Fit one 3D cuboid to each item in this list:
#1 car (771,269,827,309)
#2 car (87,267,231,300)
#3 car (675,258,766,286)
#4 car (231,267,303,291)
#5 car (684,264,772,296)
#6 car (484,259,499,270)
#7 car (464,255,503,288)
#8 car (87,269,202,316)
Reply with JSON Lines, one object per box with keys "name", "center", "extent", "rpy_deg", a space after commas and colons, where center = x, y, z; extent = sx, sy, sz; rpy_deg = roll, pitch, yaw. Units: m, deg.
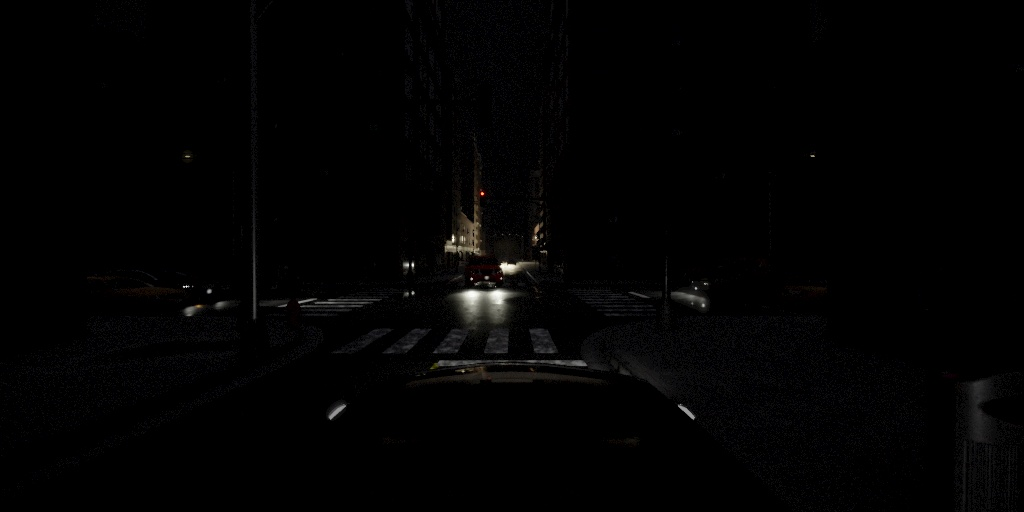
{"name": "car", "center": [12.481, 1.280, 12.910], "extent": [4.829, 1.417, 1.751], "rpy_deg": [0, 0, 0]}
{"name": "car", "center": [-15.481, 1.259, 15.421], "extent": [4.902, 1.511, 2.128], "rpy_deg": [0, 0, 0]}
{"name": "car", "center": [12.315, 1.032, 20.936], "extent": [5.009, 1.841, 2.192], "rpy_deg": [0, 0, 0]}
{"name": "car", "center": [-14.568, 1.307, 20.921], "extent": [4.313, 1.339, 1.948], "rpy_deg": [0, 0, 0]}
{"name": "car", "center": [12.135, 1.277, 18.360], "extent": [5.357, 1.411, 2.033], "rpy_deg": [0, 0, 3]}
{"name": "car", "center": [-2.936, 1.232, 52.574], "extent": [1.837, 1.490, 4.892], "rpy_deg": [0, 0, 0]}
{"name": "car", "center": [-2.058, 0.966, 24.556], "extent": [2.150, 2.045, 5.566], "rpy_deg": [0, 0, -11]}
{"name": "car", "center": [-14.403, 1.304, 12.896], "extent": [4.829, 1.417, 1.751], "rpy_deg": [0, 0, 0]}
